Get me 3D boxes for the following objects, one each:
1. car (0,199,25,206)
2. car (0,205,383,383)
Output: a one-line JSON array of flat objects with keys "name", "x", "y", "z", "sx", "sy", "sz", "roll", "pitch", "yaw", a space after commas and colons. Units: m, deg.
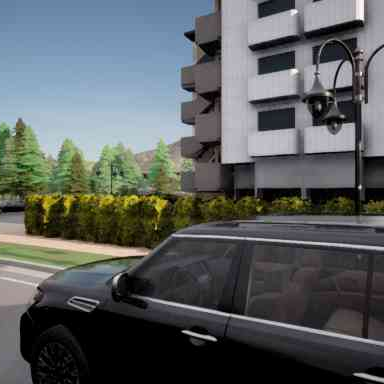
[{"name": "car", "x": -18.242, "y": 1.491, "z": 33.496, "sx": 2.128, "sy": 1.511, "sz": 4.902, "roll": 0, "pitch": 0, "yaw": 33}, {"name": "car", "x": 0.714, "y": 1.221, "z": 3.158, "sx": 5.566, "sy": 2.045, "sz": 2.150, "roll": 0, "pitch": 0, "yaw": 34}]
